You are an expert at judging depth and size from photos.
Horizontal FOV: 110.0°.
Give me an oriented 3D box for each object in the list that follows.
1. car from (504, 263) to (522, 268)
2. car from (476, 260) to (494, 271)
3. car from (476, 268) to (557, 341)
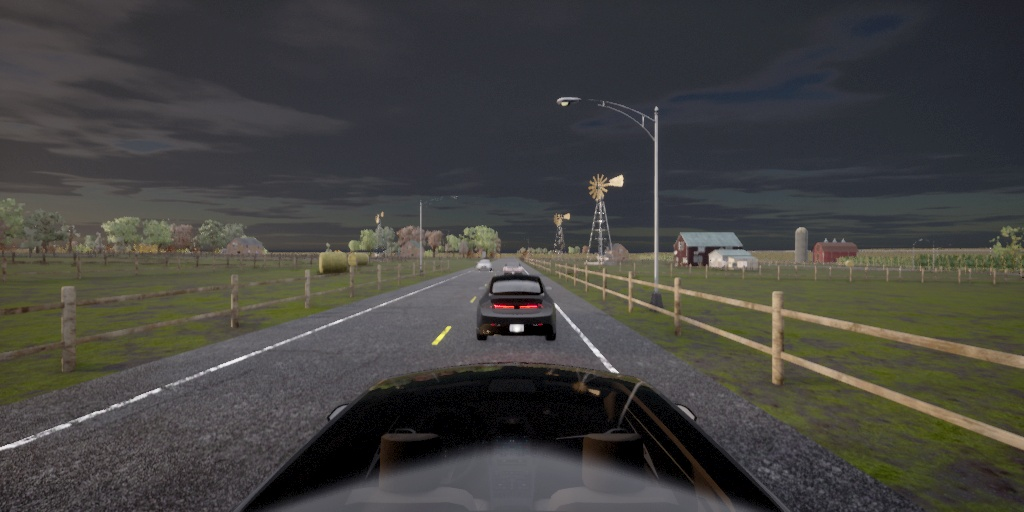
[{"bbox_3d":[0.093,1.321,36.228,1.895,1.301,4.718,0,0,0],"label":"car"},{"bbox_3d":[-3.580,1.237,47.191,1.812,1.442,4.674,0,0,0],"label":"car"},{"bbox_3d":[0.099,1.247,9.857,1.837,1.490,4.892,0,0,0],"label":"car"}]
